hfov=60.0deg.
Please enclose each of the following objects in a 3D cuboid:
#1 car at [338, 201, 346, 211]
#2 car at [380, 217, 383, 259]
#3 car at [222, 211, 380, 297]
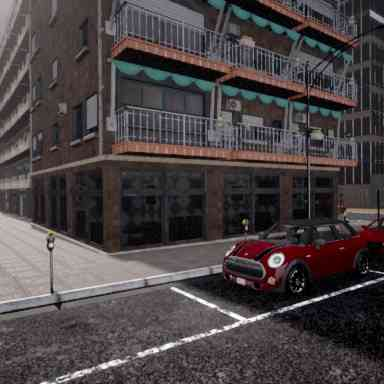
[{"bbox_3d":[16.482,1.745,40.570,1.967,1.590,4.097,-2,0,-36],"label":"car"},{"bbox_3d":[7.198,1.543,11.687,4.507,1.381,1.887,0,-1,-35],"label":"car"},{"bbox_3d":[2.697,1.439,8.485,4.097,1.590,1.967,0,-1,-35],"label":"car"}]
